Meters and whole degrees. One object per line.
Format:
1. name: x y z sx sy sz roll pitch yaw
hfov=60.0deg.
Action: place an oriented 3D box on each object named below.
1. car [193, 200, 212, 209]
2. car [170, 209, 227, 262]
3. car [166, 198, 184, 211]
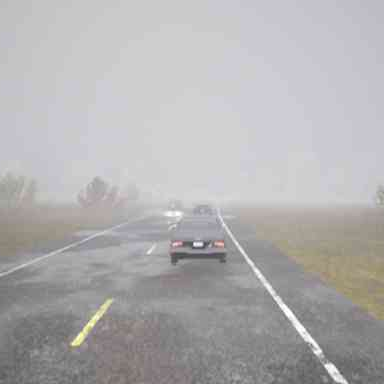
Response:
1. car: 1.089 1.547 33.516 1.812 1.442 4.674 0 0 3
2. car: 0.243 1.556 12.079 2.033 1.411 5.357 0 0 1
3. car: -2.082 1.520 41.868 2.128 1.511 4.902 0 0 4
